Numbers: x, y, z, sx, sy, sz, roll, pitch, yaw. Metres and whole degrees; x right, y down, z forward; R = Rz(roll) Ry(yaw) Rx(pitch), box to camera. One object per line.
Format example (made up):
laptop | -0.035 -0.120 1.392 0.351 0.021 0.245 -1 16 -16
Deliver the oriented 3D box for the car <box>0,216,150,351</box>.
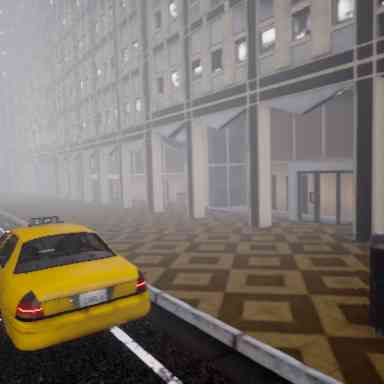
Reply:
car | -2.711 1.217 6.134 1.801 1.575 5.366 -4 4 -36
